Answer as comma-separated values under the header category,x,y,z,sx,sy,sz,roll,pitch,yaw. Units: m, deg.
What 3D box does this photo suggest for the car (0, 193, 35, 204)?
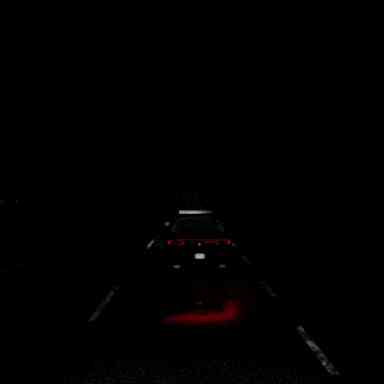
category,x,y,z,sx,sy,sz,roll,pitch,yaw
car,-21.075,1.120,40.806,2.150,2.045,5.566,0,0,0

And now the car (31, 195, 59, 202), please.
category,x,y,z,sx,sy,sz,roll,pitch,yaw
car,-17.574,1.424,41.008,1.812,1.442,4.674,0,0,0

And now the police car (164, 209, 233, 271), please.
category,x,y,z,sx,sy,sz,roll,pitch,yaw
police car,0.126,1.370,10.900,1.930,1.638,5.238,0,1,-2
